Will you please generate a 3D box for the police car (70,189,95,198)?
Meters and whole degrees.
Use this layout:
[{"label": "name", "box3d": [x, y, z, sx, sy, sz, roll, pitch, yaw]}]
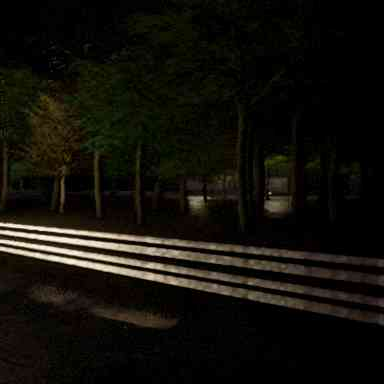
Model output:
[{"label": "police car", "box3d": [-18.865, 0.281, 58.907, 5.238, 1.638, 1.930, 0, 0, -1]}]
